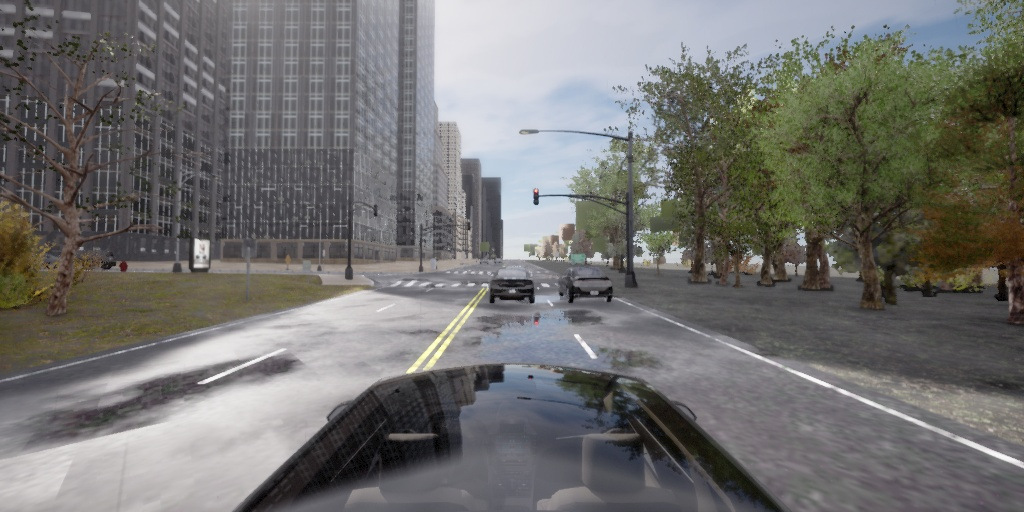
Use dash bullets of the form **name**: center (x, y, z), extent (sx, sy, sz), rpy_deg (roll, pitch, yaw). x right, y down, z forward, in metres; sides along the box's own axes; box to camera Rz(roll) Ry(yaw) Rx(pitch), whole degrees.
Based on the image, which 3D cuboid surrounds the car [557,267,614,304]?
- **car**: center (3.244, 1.246, 16.514), extent (2.128, 1.511, 4.902), rpy_deg (0, 0, 0)

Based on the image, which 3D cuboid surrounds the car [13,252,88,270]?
- **car**: center (-44.540, 0.562, 34.166), extent (4.902, 1.511, 2.128), rpy_deg (1, -2, -6)

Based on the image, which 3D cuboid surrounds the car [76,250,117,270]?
- **car**: center (-44.895, 0.441, 37.402), extent (5.566, 2.045, 2.150), rpy_deg (1, -2, -6)

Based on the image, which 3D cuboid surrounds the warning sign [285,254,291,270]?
- **warning sign**: center (-26.161, 0.744, 41.841), extent (1.060, 1.860, 1.300), rpy_deg (0, 0, -4)

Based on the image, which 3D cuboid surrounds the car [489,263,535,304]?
- **car**: center (-0.001, 1.245, 16.510), extent (1.882, 1.535, 5.008), rpy_deg (0, 0, 0)
